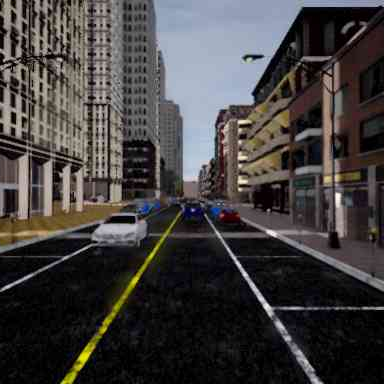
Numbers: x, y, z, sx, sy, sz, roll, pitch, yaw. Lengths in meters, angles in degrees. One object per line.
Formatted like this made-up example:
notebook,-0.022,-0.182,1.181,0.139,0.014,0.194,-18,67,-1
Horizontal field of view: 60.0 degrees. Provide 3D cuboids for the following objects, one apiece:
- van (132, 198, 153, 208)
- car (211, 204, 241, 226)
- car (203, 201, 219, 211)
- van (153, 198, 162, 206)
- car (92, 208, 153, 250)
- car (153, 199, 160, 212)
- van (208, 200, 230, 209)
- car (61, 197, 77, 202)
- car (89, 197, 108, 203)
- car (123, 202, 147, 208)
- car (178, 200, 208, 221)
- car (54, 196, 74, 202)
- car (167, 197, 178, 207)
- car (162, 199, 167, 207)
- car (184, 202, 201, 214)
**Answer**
van,-5.685,1.677,36.653,1.690,1.788,3.998,0,-1,0
car,2.694,1.813,25.353,1.802,1.307,4.206,0,-1,0
car,2.698,1.994,47.946,2.008,1.369,4.403,0,-1,0
van,-5.682,1.784,47.950,1.690,1.788,3.998,0,-1,0
car,-3.110,1.664,15.184,1.812,1.442,4.674,0,-1,0
car,-5.683,1.940,42.300,2.008,1.369,4.403,0,-1,0
van,2.695,1.624,31.004,1.690,1.788,3.998,0,-1,0
car,-26.695,1.814,75.667,4.206,1.307,1.802,1,-2,0
car,-21.118,1.780,75.682,4.097,1.590,1.967,1,-2,0
car,-5.685,1.849,31.003,1.947,1.339,4.313,0,-1,0
car,0.085,1.632,30.659,2.097,1.767,4.553,0,-1,0
car,-32.348,1.774,84.036,4.206,1.307,1.802,1,-2,0
car,-2.989,2.130,62.357,2.033,1.411,5.357,0,-1,0
car,-5.680,2.046,64.894,1.967,1.590,4.097,0,-1,0
car,0.070,1.948,41.666,1.994,1.385,4.181,0,0,0
